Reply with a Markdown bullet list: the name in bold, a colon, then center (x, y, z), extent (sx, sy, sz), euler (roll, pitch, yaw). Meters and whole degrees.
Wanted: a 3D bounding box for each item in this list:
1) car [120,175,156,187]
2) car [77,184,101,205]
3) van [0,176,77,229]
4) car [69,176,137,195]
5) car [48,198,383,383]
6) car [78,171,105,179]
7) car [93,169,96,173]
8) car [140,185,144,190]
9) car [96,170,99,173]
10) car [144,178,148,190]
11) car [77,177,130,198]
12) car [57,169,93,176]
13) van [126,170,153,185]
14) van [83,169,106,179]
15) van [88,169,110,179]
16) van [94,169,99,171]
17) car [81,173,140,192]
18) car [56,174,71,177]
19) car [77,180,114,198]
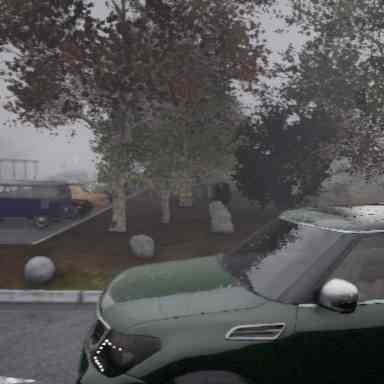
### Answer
- **car**: center (-7.744, -1.609, 47.833), extent (4.792, 1.488, 2.163), euler (2, 4, 0)
- **car**: center (-7.564, 0.520, 17.378), extent (4.792, 1.488, 2.163), euler (2, 4, 0)
- **van**: center (-7.693, 0.456, 14.592), extent (4.442, 1.987, 1.878), euler (2, 4, 0)
- **car**: center (-7.631, -0.287, 28.449), extent (5.008, 1.535, 2.097), euler (2, 4, 0)
- **car**: center (1.725, 1.169, 3.541), extent (5.566, 2.045, 2.150), euler (0, 1, -6)
- **car**: center (-20.881, -3.470, 69.149), extent (5.008, 1.535, 2.097), euler (2, 4, 0)
- **car**: center (-21.027, -2.894, 60.758), extent (5.366, 1.575, 1.946), euler (2, 4, 0)
- **car**: center (-7.662, -0.634, 33.990), extent (4.674, 1.452, 2.002), euler (2, 4, 0)
- **car**: center (-20.851, -3.041, 63.559), extent (4.674, 1.452, 2.002), euler (2, 4, 0)
- **car**: center (-7.675, -0.868, 36.756), extent (5.008, 1.535, 2.097), euler (2, 4, 0)
- **car**: center (-7.632, -0.092, 25.681), extent (4.892, 1.521, 2.231), euler (2, 4, 0)
- **car**: center (-20.852, -2.944, 57.945), extent (5.566, 2.045, 2.435), euler (2, 4, 0)
- **van**: center (-7.570, -1.475, 42.280), extent (4.442, 1.987, 1.878), euler (2, 4, 0)
- **van**: center (-20.997, -3.894, 71.933), extent (4.442, 1.987, 1.878), euler (2, 4, 0)
- **van**: center (-20.775, -4.087, 74.729), extent (4.442, 1.987, 1.878), euler (2, 4, 0)
- **van**: center (-20.741, -3.497, 66.337), extent (4.442, 1.987, 1.878), euler (2, 4, 0)
- **car**: center (-7.613, -0.605, 31.210), extent (4.553, 1.767, 2.185), euler (2, 4, 0)
- **car**: center (-16.088, -1.107, 38.711), extent (1.895, 1.301, 4.718), euler (2, 4, 0)
- **car**: center (-7.789, 0.287, 20.144), extent (5.366, 1.575, 1.946), euler (2, 4, 0)
